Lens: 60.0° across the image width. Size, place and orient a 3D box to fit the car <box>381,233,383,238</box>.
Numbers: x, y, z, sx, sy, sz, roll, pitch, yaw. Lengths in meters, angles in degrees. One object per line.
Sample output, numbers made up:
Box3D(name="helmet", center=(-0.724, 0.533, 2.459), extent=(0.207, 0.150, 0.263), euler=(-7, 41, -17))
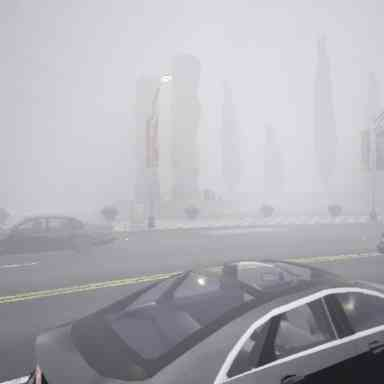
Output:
Box3D(name="car", center=(8.553, 1.546, 10.451), extent=(5.357, 1.411, 2.033), euler=(0, 0, -15))

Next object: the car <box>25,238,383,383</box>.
Box3D(name="car", center=(0.988, 1.492, 3.396), extent=(4.902, 1.511, 2.128), euler=(0, 0, -32))

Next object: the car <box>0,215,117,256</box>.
Box3D(name="car", center=(-5.490, 1.544, 12.041), extent=(5.357, 1.411, 2.033), euler=(0, 0, -32))
